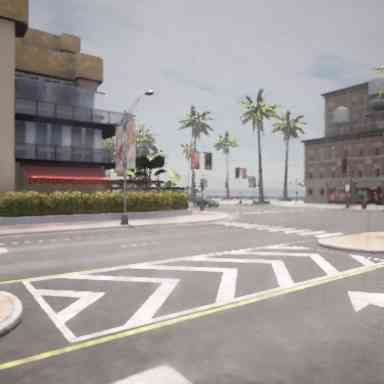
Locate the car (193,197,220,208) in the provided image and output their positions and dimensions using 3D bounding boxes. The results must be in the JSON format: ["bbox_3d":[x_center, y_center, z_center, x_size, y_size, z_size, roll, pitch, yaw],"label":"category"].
[{"bbox_3d":[2.078,1.539,49.010,1.837,1.490,4.892,0,0,-35],"label":"car"}]
